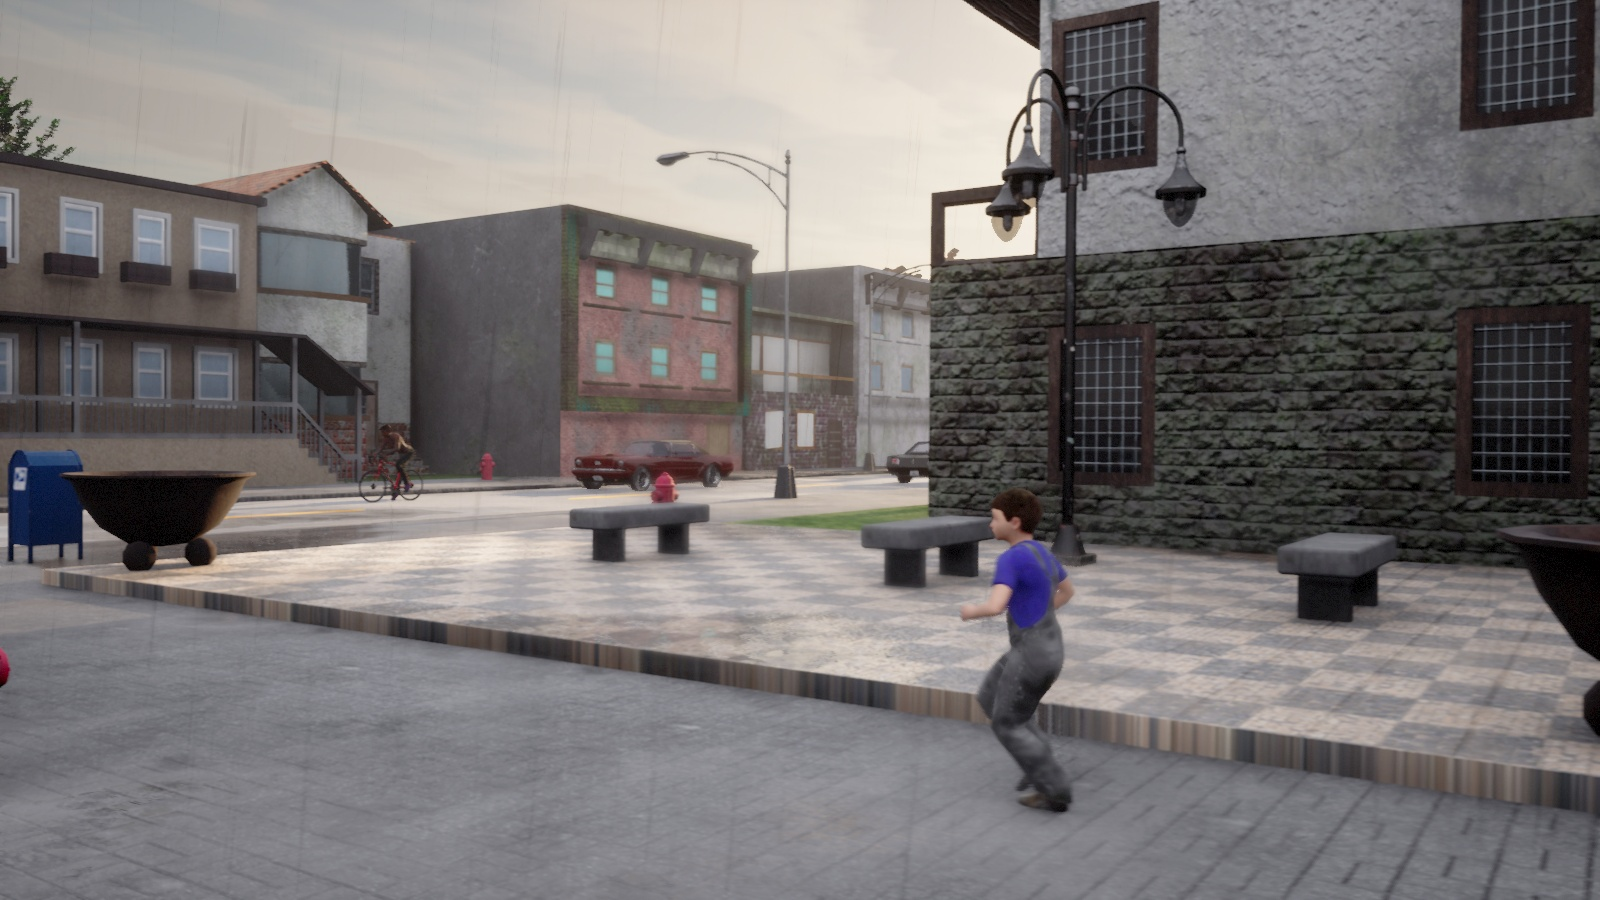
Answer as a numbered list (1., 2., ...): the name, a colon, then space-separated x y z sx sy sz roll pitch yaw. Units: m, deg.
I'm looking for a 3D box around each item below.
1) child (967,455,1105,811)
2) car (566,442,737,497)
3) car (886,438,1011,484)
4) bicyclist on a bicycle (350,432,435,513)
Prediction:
1. child: 0.881 0.651 4.678 0.437 1.263 0.270 0 1 27
2. car: -3.849 0.456 33.354 1.895 1.301 4.718 0 1 34
3. car: 4.662 0.296 38.870 1.895 1.301 4.718 0 1 34
4. bicyclist on a bicycle: -8.542 0.446 26.377 0.582 1.620 1.656 0 1 33
